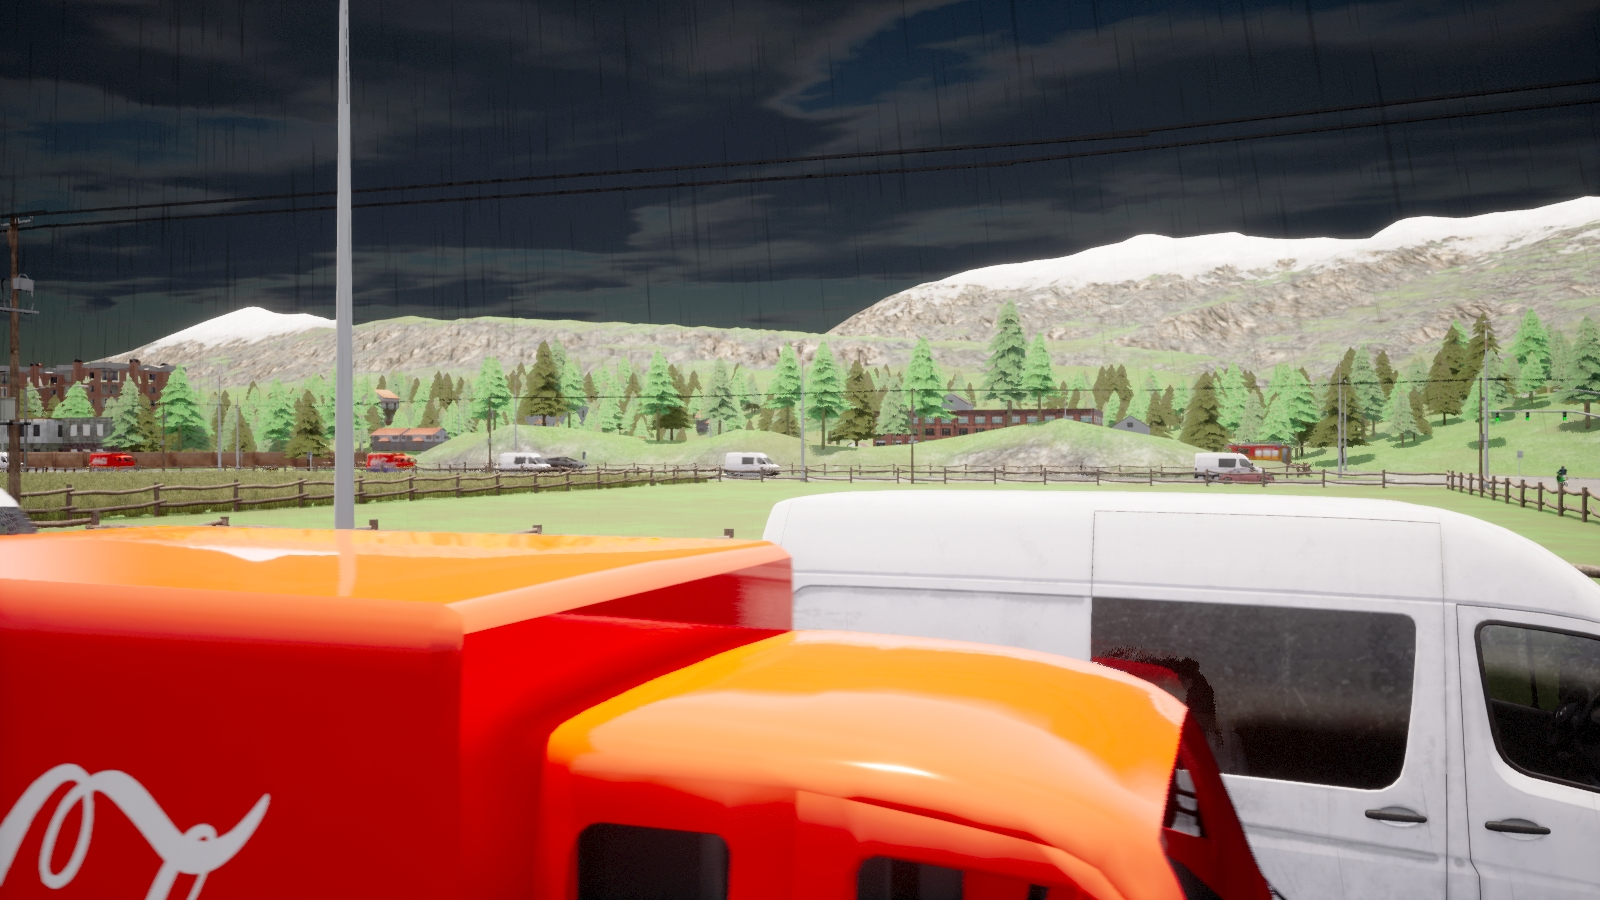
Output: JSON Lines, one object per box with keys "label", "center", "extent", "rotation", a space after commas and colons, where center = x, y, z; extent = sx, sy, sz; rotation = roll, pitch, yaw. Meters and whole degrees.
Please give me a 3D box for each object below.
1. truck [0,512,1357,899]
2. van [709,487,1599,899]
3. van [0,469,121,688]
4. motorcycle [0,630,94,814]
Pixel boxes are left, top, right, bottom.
{"label": "truck", "center": [-1.142, 1.567, 3.831], "extent": [5.204, 2.467, 2.627], "rotation": [0, 0, 21]}
{"label": "van", "center": [2.633, 1.535, 6.060], "extent": [5.915, 2.561, 1.988], "rotation": [0, 0, 20]}
{"label": "van", "center": [-12.067, 1.545, 15.134], "extent": [5.915, 2.561, 1.988], "rotation": [0, 0, 20]}
{"label": "motorcycle", "center": [-7.155, 2.212, 9.625], "extent": [2.209, 1.251, 0.867], "rotation": [0, 0, 20]}
